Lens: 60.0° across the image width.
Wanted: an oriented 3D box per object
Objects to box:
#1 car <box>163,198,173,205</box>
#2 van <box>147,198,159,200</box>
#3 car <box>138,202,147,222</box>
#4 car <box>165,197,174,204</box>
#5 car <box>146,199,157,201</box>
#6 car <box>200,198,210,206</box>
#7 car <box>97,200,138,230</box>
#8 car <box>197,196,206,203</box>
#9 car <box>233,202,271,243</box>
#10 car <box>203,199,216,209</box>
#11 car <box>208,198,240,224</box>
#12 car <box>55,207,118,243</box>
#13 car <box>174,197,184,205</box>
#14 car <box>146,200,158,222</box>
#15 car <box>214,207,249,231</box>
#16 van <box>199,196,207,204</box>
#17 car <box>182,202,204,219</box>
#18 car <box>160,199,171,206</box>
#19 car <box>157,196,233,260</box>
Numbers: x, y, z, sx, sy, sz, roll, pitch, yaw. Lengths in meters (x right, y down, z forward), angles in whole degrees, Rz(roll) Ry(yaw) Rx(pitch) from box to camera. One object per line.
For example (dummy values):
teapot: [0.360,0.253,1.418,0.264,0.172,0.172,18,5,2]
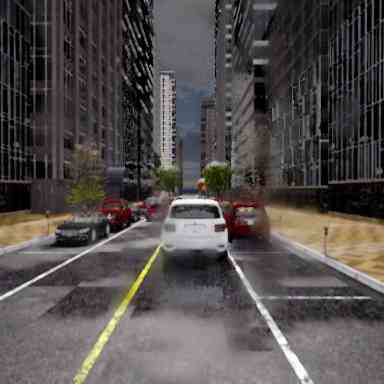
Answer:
car: [-5.287,2.038,73.073,1.887,1.381,4.507,-1,0,0]
van: [-5.304,1.638,44.831,1.690,1.788,3.998,-1,0,0]
car: [-5.310,1.733,27.884,2.008,1.369,4.403,-1,0,0]
car: [-5.283,1.974,78.721,1.967,1.590,4.097,-1,0,0]
car: [-5.304,1.841,39.181,1.802,1.307,4.206,-1,0,0]
car: [2.592,2.006,67.450,2.008,1.369,4.403,-1,0,0]
car: [-5.317,1.459,22.238,2.192,1.841,5.009,-1,0,0]
car: [2.602,1.931,90.045,2.192,1.841,5.009,-1,0,0]
car: [2.527,1.423,16.614,2.192,1.841,5.009,-1,0,0]
car: [2.780,1.866,53.837,1.837,1.490,4.892,0,0,0]
car: [2.534,1.498,27.911,2.192,1.841,5.009,-1,0,0]
car: [-5.317,1.658,16.587,2.008,1.369,4.403,-1,0,0]
car: [-2.711,1.940,69.845,1.882,1.535,5.008,0,0,0]
car: [-2.834,1.713,28.673,1.812,1.442,4.674,0,0,0]
car: [2.534,1.727,22.261,1.802,1.307,4.206,-1,0,0]
van: [2.595,1.876,78.748,1.690,1.788,3.998,-1,0,0]
car: [0.116,1.765,33.108,2.033,1.411,5.357,0,0,0]
car: [-5.288,2.036,67.423,1.802,1.307,4.206,-1,0,0]
car: [0.101,1.305,12.915,2.150,2.045,5.566,0,0,0]
